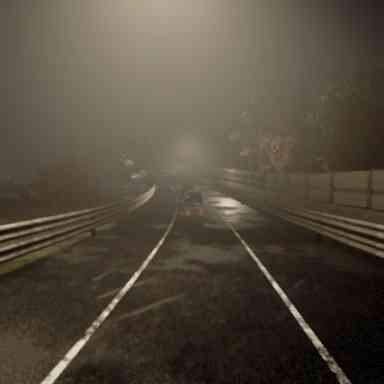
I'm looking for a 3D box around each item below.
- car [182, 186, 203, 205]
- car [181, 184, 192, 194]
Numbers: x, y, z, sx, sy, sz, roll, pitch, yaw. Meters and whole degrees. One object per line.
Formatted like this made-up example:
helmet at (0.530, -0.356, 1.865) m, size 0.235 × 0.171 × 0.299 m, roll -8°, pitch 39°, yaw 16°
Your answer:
car at (0.129, 0.519, 36.182) m, size 1.812 × 1.442 × 4.674 m, roll 0°, pitch 4°, yaw -3°
car at (-0.649, -0.352, 47.887) m, size 1.837 × 1.490 × 4.892 m, roll 0°, pitch 5°, yaw -5°
